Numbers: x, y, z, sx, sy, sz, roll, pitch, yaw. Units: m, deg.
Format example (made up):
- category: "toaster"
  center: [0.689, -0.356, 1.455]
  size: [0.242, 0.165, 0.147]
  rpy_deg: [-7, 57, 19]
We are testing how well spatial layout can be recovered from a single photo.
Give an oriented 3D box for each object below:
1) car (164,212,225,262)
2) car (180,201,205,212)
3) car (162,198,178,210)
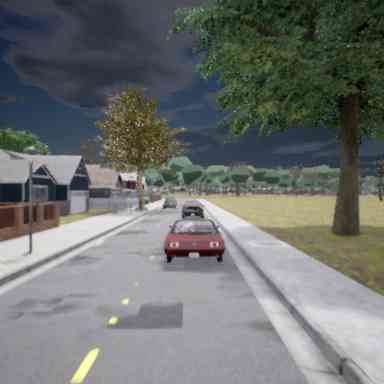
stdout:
- category: "car"
  center: [0.082, 1.613, 12.221]
  size: [1.895, 1.301, 4.718]
  rpy_deg: [0, 0, 0]
- category: "car"
  center: [0.061, 1.539, 29.025]
  size: [1.837, 1.490, 4.892]
  rpy_deg: [0, 0, 0]
- category: "car"
  center: [-2.915, 1.563, 44.800]
  size: [1.837, 1.490, 4.892]
  rpy_deg: [0, 0, 0]
